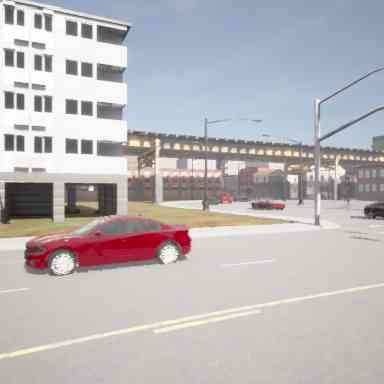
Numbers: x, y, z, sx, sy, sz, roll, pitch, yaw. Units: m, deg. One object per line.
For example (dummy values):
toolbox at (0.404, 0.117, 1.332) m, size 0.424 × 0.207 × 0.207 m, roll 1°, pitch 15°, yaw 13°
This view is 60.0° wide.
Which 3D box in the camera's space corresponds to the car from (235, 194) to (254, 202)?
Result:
car at (11.230, 1.524, 75.429) m, size 2.128 × 1.511 × 4.902 m, roll 0°, pitch 0°, yaw 41°

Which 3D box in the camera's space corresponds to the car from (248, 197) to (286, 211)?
car at (9.298, 1.600, 40.657) m, size 1.895 × 1.301 × 4.718 m, roll 0°, pitch 0°, yaw -25°

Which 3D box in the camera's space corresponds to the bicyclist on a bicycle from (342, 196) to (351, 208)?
bicyclist on a bicycle at (20.163, 1.302, 43.359) m, size 1.656 × 1.620 × 0.582 m, roll 0°, pitch 0°, yaw -25°

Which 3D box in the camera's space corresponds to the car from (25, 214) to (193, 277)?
car at (-2.417, 1.477, 10.355) m, size 5.008 × 1.535 × 1.882 m, roll 0°, pitch 0°, yaw -27°

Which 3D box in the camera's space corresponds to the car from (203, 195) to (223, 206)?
car at (3.164, 1.563, 55.177) m, size 1.994 × 1.385 × 4.181 m, roll 0°, pitch 0°, yaw -12°

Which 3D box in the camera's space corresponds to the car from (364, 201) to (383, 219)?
car at (15.943, 1.504, 26.169) m, size 1.837 × 1.490 × 4.892 m, roll 0°, pitch 0°, yaw -20°

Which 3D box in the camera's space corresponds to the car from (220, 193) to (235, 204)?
car at (6.648, 1.221, 65.723) m, size 2.150 × 2.045 × 5.566 m, roll 0°, pitch 0°, yaw 11°
